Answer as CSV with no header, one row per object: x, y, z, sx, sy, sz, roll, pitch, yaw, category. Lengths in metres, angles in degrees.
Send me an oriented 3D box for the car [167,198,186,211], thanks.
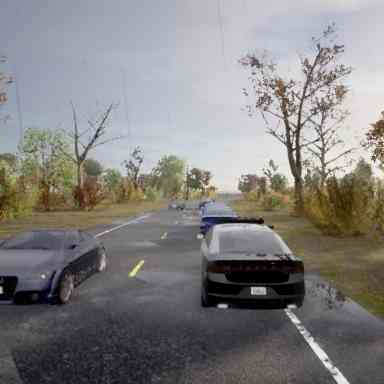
-1.874,1.544,41.018,2.128,1.511,4.902,0,0,4,car

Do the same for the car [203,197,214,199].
2.048,1.599,46.562,1.812,1.442,4.674,0,0,6,car

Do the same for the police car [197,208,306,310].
1.145,1.427,8.069,1.930,1.638,5.238,0,0,1,police car

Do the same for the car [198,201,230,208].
1.411,1.483,17.911,1.882,1.535,5.008,0,0,2,car

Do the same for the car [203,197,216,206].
3.211,1.629,60.344,2.128,1.511,4.902,0,0,6,car

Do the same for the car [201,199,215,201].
1.648,1.489,23.881,1.882,1.535,5.008,0,0,3,car

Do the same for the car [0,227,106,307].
-3.478,1.566,7.935,1.994,1.385,4.181,0,0,1,car
